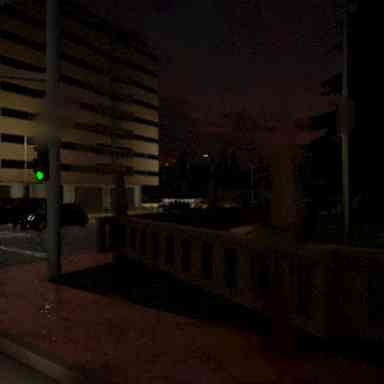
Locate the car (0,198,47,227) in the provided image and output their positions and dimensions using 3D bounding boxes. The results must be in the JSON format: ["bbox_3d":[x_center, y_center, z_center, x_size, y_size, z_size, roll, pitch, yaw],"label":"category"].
[{"bbox_3d":[-12.438,1.441,23.250,2.150,2.045,5.566,0,0,35],"label":"car"}]

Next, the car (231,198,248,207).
[{"bbox_3d":[7.827,1.751,52.425,1.812,1.442,4.674,0,0,35],"label":"car"}]

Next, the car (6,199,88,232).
[{"bbox_3d":[-9.169,1.551,21.822,2.097,1.767,4.553,0,0,35],"label":"car"}]

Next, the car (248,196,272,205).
[{"bbox_3d":[10.705,1.311,50.438,1.837,1.490,4.892,0,0,35],"label":"car"}]

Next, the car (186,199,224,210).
[{"bbox_3d":[1.776,1.549,37.663,2.097,1.767,4.553,0,0,35],"label":"car"}]

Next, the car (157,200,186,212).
[{"bbox_3d":[-2.043,1.714,38.296,2.128,1.511,4.902,-1,0,35],"label":"car"}]
